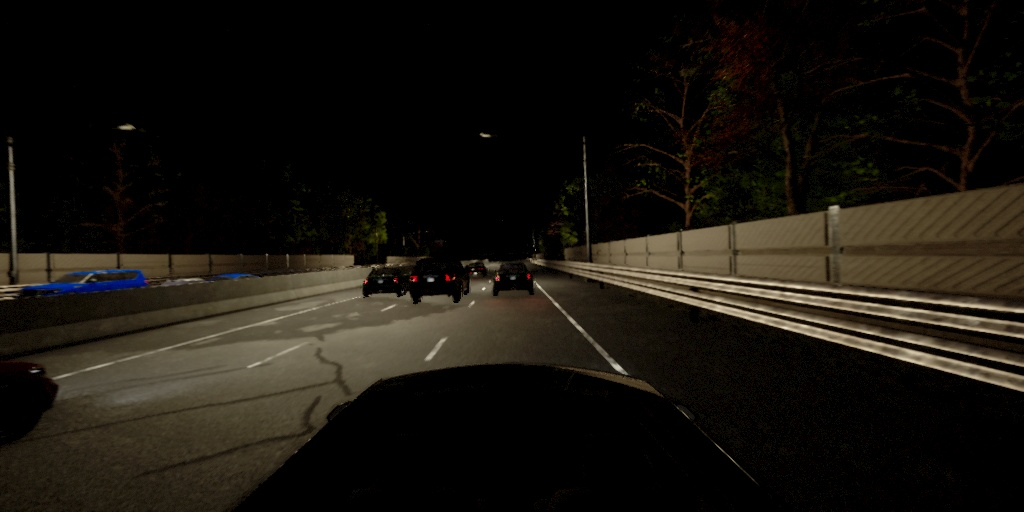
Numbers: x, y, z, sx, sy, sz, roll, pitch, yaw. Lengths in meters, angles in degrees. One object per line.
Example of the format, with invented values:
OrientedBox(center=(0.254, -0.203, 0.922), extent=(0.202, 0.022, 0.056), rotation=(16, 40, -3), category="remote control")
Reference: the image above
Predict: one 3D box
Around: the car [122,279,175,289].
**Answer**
OrientedBox(center=(-21.121, 2.148, 22.798), extent=(1.895, 1.301, 4.718), rotation=(-2, 0, 0), category="car")

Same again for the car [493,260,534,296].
OrientedBox(center=(0.055, 1.114, 19.962), extent=(2.097, 1.767, 4.553), rotation=(-2, 0, 0), category="car")

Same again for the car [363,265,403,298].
OrientedBox(center=(-6.932, 1.373, 20.982), extent=(2.097, 1.767, 4.553), rotation=(-2, 0, 0), category="car")

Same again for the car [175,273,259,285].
OrientedBox(center=(-17.626, 1.895, 22.429), extent=(1.882, 1.535, 5.008), rotation=(-2, 0, 0), category="car")

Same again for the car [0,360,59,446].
OrientedBox(center=(-6.819, 1.527, 2.653), extent=(1.812, 1.442, 4.674), rotation=(-2, 0, 0), category="car")

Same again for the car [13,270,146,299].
OrientedBox(center=(-24.622, 1.895, 20.920), extent=(2.150, 2.045, 5.566), rotation=(-2, 0, 0), category="car")

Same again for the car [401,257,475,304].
OrientedBox(center=(-3.414, 1.110, 17.801), extent=(2.150, 2.045, 5.566), rotation=(-2, 0, 0), category="car")

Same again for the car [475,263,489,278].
OrientedBox(center=(-3.516, 1.426, 36.807), extent=(1.837, 1.490, 4.892), rotation=(-2, 0, 0), category="car")
